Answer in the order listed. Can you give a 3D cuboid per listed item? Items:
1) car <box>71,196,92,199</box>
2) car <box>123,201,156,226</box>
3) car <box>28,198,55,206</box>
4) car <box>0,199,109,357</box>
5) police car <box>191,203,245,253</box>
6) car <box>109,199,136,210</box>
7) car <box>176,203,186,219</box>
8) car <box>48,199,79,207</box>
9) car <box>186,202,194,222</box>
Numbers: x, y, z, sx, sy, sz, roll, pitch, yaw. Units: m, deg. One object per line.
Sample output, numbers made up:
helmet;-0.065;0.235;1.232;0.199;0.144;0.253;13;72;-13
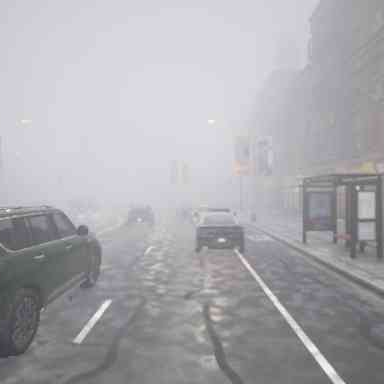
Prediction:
car;-13.343;1.468;40.601;2.150;2.045;5.566;1;-1;-36
car;-3.850;1.658;25.078;1.837;1.490;4.892;1;0;-6
car;-29.241;1.913;64.778;4.674;1.452;2.002;0;0;20
car;-3.399;1.260;6.214;2.150;2.045;5.566;0;0;0
police car;1.053;1.514;14.347;1.930;1.638;5.238;0;0;0
car;-10.782;1.791;49.263;2.128;1.511;4.902;0;0;-43
car;-0.289;1.720;31.711;1.812;1.442;4.674;0;0;-14
car;-22.548;1.902;58.447;5.357;1.411;2.033;0;0;27
car;0.879;1.609;24.968;1.801;1.575;5.366;0;0;-5
